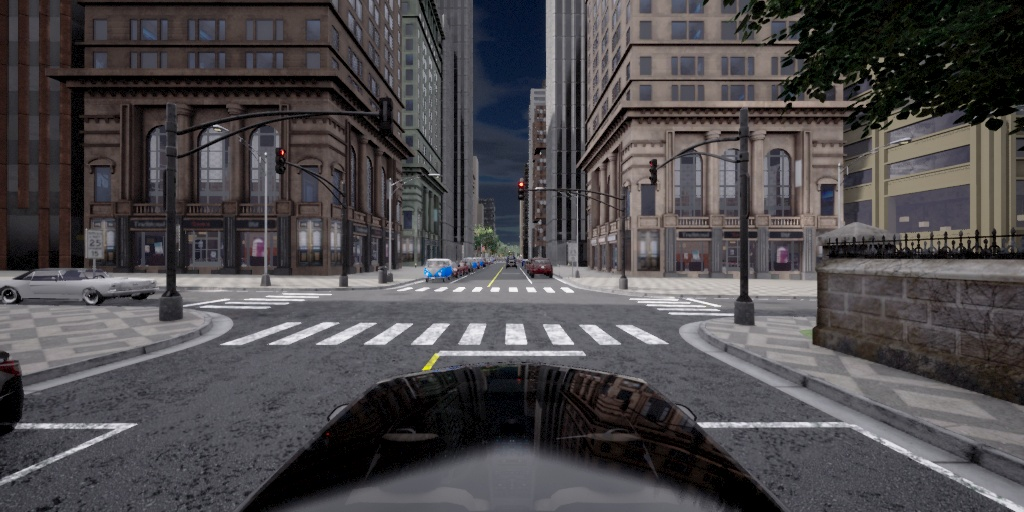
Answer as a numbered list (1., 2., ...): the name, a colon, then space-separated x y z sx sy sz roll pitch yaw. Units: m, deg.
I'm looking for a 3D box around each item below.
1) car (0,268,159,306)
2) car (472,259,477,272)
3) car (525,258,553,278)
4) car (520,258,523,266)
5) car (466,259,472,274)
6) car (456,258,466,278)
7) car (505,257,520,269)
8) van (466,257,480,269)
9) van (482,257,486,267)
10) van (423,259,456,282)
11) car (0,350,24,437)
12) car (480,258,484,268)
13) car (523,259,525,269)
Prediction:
1. car: -16.565 1.120 13.679 4.718 1.301 1.895 1 0 0
2. car: -5.848 1.351 44.757 1.948 1.339 4.313 0 0 0
3. car: 2.699 1.085 33.901 2.192 1.841 5.009 0 0 0
4. car: 2.656 1.352 55.663 2.007 1.370 4.403 0 0 0
5. car: -5.837 1.322 39.316 1.888 1.381 4.507 0 0 0
6. car: -5.826 1.210 33.875 1.967 1.591 4.097 0 0 0
7. car: -0.063 1.312 59.091 1.837 1.490 4.892 0 0 1
8. van: -5.859 1.134 50.198 1.690 1.789 3.998 0 0 0
9. van: -5.881 1.151 61.081 1.690 1.789 3.998 0 0 0
10. van: -5.816 1.105 28.434 1.690 1.789 3.998 0 0 0
11. car: -5.763 1.316 1.777 1.948 1.339 4.313 0 0 0
12. car: -5.870 1.347 55.640 1.888 1.381 4.507 0 0 0
13. car: 2.688 1.092 39.341 2.192 1.841 5.009 0 0 0
